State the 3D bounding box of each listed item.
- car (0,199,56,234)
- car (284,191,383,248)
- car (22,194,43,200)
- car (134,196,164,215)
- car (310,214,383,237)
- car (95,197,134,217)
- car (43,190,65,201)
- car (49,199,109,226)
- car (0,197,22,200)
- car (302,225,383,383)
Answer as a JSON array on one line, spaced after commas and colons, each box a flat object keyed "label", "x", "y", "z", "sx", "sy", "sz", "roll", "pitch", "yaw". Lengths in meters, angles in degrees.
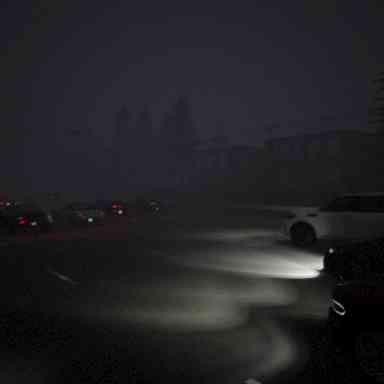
[{"label": "car", "x": -9.345, "y": 1.362, "z": 18.272, "sx": 1.812, "sy": 1.442, "sz": 4.674, "roll": -1, "pitch": 1, "yaw": -41}, {"label": "car", "x": 5.891, "y": 0.988, "z": 11.300, "sx": 2.150, "sy": 2.045, "sz": 5.566, "roll": -1, "pitch": 1, "yaw": -41}, {"label": "car", "x": -21.177, "y": 1.214, "z": 42.736, "sx": 1.895, "sy": 1.301, "sz": 4.718, "roll": -1, "pitch": 1, "yaw": -41}, {"label": "car", "x": -4.363, "y": 1.123, "z": 28.573, "sx": 2.128, "sy": 1.511, "sz": 4.902, "roll": -1, "pitch": 1, "yaw": -41}, {"label": "car", "x": 4.996, "y": 1.402, "z": 6.987, "sx": 1.994, "sy": 1.385, "sz": 4.181, "roll": -1, "pitch": 1, "yaw": -41}, {"label": "car", "x": -6.809, "y": 1.200, "z": 26.052, "sx": 1.837, "sy": 1.490, "sz": 4.892, "roll": -1, "pitch": 1, "yaw": -41}, {"label": "car", "x": -19.443, "y": 0.767, "z": 46.073, "sx": 2.150, "sy": 2.045, "sz": 5.566, "roll": -1, "pitch": 1, "yaw": -41}, {"label": "car", "x": -7.508, "y": 1.369, "z": 21.504, "sx": 1.895, "sy": 1.301, "sz": 4.718, "roll": -1, "pitch": 1, "yaw": -41}, {"label": "car", "x": -21.159, "y": 1.238, "z": 37.351, "sx": 2.033, "sy": 1.411, "sz": 5.357, "roll": -1, "pitch": 1, "yaw": -41}, {"label": "car", "x": 3.799, "y": 1.386, "z": 3.012, "sx": 1.882, "sy": 1.535, "sz": 5.008, "roll": -1, "pitch": 1, "yaw": -41}]
